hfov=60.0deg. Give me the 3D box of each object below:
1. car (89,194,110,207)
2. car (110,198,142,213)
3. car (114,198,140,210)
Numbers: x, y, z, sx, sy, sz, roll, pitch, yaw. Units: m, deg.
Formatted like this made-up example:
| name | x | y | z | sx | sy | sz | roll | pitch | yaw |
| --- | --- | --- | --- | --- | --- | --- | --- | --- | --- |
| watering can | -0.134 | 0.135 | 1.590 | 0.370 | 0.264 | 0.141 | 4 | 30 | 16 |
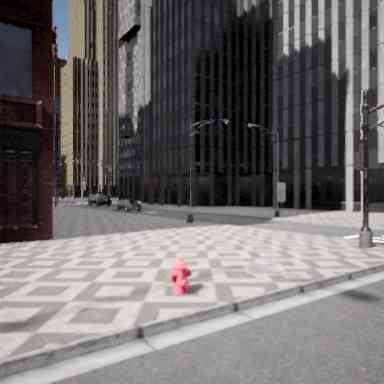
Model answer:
| name | x | y | z | sx | sy | sz | roll | pitch | yaw |
| --- | --- | --- | --- | --- | --- | --- | --- | --- | --- |
| car | -15.410 | 1.413 | 55.818 | 2.150 | 2.045 | 5.566 | 0 | 0 | -35 |
| car | -7.687 | 1.647 | 39.667 | 1.837 | 1.490 | 4.892 | 0 | 0 | -35 |
| car | -9.334 | 1.668 | 47.370 | 1.837 | 1.490 | 4.892 | 0 | -1 | -35 |
